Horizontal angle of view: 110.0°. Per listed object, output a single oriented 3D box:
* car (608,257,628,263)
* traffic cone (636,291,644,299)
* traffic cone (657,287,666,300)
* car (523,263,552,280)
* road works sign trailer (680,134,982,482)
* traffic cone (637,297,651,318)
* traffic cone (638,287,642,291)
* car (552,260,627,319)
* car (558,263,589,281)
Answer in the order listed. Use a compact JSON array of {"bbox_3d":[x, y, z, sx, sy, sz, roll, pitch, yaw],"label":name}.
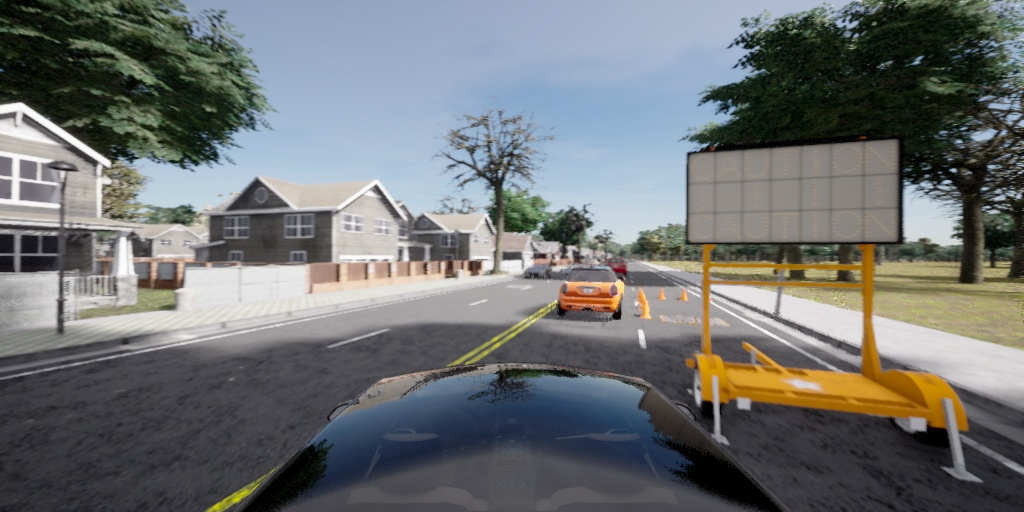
[{"bbox_3d":[11.440,1.168,39.329,2.150,2.045,5.566,0,0,18],"label":"car"},{"bbox_3d":[5.084,1.778,13.916,0.340,0.580,0.340,0,0,18],"label":"traffic cone"},{"bbox_3d":[7.264,1.806,17.415,0.340,0.580,0.340,0,0,18],"label":"traffic cone"},{"bbox_3d":[2.605,1.402,33.781,2.033,1.411,5.357,0,0,18],"label":"car"},{"bbox_3d":[3.634,0.252,4.927,2.380,3.560,2.880,0,0,18],"label":"road works sign trailer"},{"bbox_3d":[4.470,1.768,12.013,0.340,0.580,0.340,0,0,18],"label":"traffic cone"},{"bbox_3d":[5.698,1.788,15.819,0.340,0.580,0.340,0,0,18],"label":"traffic cone"},{"bbox_3d":[3.092,1.156,13.485,2.097,1.767,4.553,0,0,18],"label":"car"},{"bbox_3d":[5.696,1.425,32.783,2.033,1.411,5.357,0,0,18],"label":"car"}]
